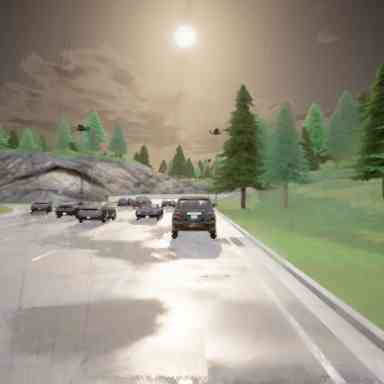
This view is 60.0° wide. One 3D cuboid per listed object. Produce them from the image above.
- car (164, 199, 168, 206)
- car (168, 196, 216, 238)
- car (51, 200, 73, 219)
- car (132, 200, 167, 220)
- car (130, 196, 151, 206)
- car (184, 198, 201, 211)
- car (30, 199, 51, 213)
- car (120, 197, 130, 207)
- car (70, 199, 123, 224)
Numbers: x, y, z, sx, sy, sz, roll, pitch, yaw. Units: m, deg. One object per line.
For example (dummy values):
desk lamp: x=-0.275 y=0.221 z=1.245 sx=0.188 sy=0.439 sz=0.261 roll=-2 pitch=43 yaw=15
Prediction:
car: x=-3.409 y=1.617 z=49.031 sx=1.895 sy=1.301 sz=4.718 roll=0 pitch=0 yaw=0
car: x=0.096 y=1.227 z=17.928 sx=2.150 sy=2.045 sz=5.566 roll=0 pitch=0 yaw=0
car: x=-10.406 y=1.515 z=29.552 sx=1.837 sy=1.490 sz=4.892 roll=0 pitch=0 yaw=0
car: x=-3.406 y=1.610 z=27.634 sx=1.895 sy=1.301 sz=4.718 roll=0 pitch=0 yaw=0
car: x=-6.910 y=1.367 z=47.032 sx=2.097 sy=1.767 sz=4.553 roll=0 pitch=0 yaw=0
car: x=0.089 y=1.561 z=41.405 sx=2.033 sy=1.411 sz=5.357 roll=0 pitch=0 yaw=0
car: x=-16.521 y=1.503 z=36.531 sx=2.128 sy=1.511 sz=4.902 roll=0 pitch=0 yaw=-20
car: x=-10.410 y=1.509 z=52.683 sx=2.128 sy=1.511 sz=4.902 roll=0 pitch=0 yaw=0
car: x=-6.906 y=1.500 z=24.644 sx=2.128 sy=1.511 sz=4.902 roll=0 pitch=0 yaw=0
